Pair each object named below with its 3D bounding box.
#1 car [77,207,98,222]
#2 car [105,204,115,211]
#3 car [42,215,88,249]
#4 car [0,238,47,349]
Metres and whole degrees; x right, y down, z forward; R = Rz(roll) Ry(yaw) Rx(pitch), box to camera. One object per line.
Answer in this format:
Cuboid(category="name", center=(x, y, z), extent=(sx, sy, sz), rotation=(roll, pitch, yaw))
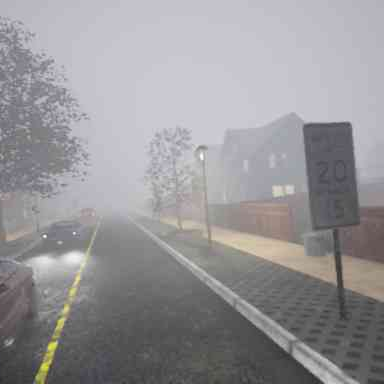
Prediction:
Cuboid(category="car", center=(-12.430, 2.653, 39.596), extent=(2.097, 1.767, 4.553), rotation=(-5, 0, -14))
Cuboid(category="car", center=(-17.910, 3.331, 72.280), extent=(1.812, 1.442, 4.674), rotation=(-5, 0, -14))
Cuboid(category="car", center=(-7.311, 2.337, 19.158), extent=(1.895, 1.301, 4.718), rotation=(-5, 0, -14))
Cuboid(category="car", center=(-3.841, 1.878, 5.358), extent=(1.812, 1.442, 4.674), rotation=(-5, 0, -13))
